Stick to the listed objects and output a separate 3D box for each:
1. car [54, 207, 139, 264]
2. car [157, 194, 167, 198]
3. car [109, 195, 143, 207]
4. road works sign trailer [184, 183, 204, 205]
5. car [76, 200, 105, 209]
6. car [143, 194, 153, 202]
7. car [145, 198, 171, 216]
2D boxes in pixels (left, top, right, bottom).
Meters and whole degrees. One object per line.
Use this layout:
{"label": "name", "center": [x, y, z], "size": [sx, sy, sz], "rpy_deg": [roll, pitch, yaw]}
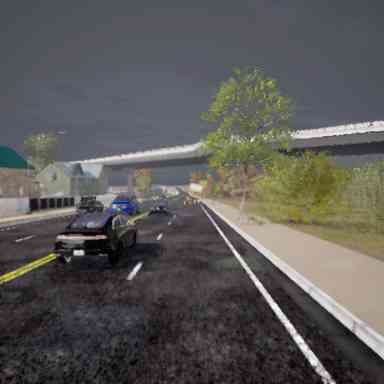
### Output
{"label": "car", "center": [-3.185, 1.508, 11.824], "size": [2.128, 1.511, 4.902], "rpy_deg": [0, 0, 0]}
{"label": "car", "center": [-6.577, 1.334, 74.361], "size": [1.837, 1.490, 4.892], "rpy_deg": [0, 0, 0]}
{"label": "car", "center": [-6.586, 1.276, 32.845], "size": [2.150, 2.045, 5.566], "rpy_deg": [0, 0, 0]}
{"label": "road works sign trailer", "center": [0.514, 0.318, 56.971], "size": [2.380, 3.560, 2.880], "rpy_deg": [11, -13, 4]}
{"label": "car", "center": [-9.837, 1.559, 32.461], "size": [1.837, 1.490, 4.892], "rpy_deg": [0, -1, 0]}
{"label": "car", "center": [-9.825, 1.324, 73.767], "size": [2.097, 1.767, 4.553], "rpy_deg": [0, 0, 0]}
{"label": "car", "center": [-3.158, 1.599, 33.373], "size": [2.033, 1.411, 5.357], "rpy_deg": [0, 0, 0]}
